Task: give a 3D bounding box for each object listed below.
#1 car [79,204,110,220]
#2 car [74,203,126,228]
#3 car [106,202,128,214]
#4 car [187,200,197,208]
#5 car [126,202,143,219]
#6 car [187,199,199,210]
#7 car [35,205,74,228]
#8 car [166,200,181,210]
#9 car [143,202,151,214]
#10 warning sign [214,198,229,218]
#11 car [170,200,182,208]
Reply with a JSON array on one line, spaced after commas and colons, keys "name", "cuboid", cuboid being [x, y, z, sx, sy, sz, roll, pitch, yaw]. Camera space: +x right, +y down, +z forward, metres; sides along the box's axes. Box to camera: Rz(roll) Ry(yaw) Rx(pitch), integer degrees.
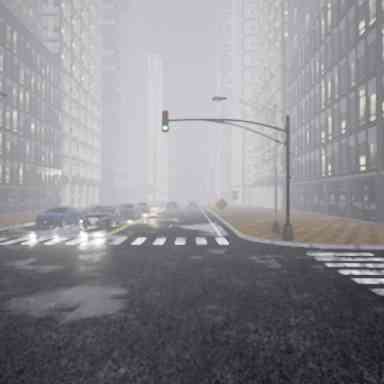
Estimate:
[{"name": "car", "cuboid": [-9.847, 1.976, 33.986, 1.994, 1.385, 4.181, 0, -1, 0]}, {"name": "car", "cuboid": [-6.599, 1.785, 24.605, 2.128, 1.511, 4.902, 0, -1, 0]}, {"name": "car", "cuboid": [-9.838, 2.108, 43.909, 1.994, 1.385, 4.181, 0, -1, 0]}, {"name": "car", "cuboid": [0.069, 2.335, 65.828, 1.882, 1.535, 5.008, 0, -1, 0]}, {"name": "car", "cuboid": [-6.597, 1.891, 34.132, 1.882, 1.535, 5.008, 0, -1, 0]}, {"name": "car", "cuboid": [0.106, 2.238, 55.981, 1.812, 1.442, 4.674, 0, -1, 0]}, {"name": "car", "cuboid": [-9.852, 1.774, 24.854, 1.882, 1.535, 5.008, 0, -1, 0]}, {"name": "car", "cuboid": [-3.146, 2.168, 54.438, 1.882, 1.535, 5.008, 0, -1, 0]}, {"name": "car", "cuboid": [-6.592, 2.073, 44.178, 1.812, 1.442, 4.674, 0, -1, 0]}, {"name": "warning sign", "cuboid": [2.854, 1.501, 32.042, 1.300, 1.860, 1.060, 0, -1, 0]}, {"name": "car", "cuboid": [-3.156, 2.334, 64.847, 2.128, 1.511, 4.902, 0, -1, 0]}]
